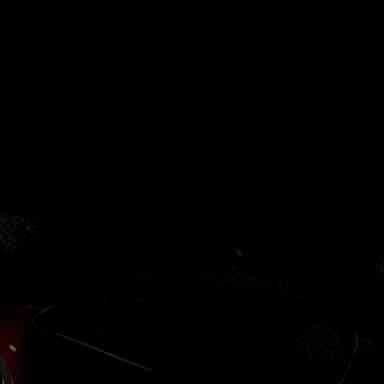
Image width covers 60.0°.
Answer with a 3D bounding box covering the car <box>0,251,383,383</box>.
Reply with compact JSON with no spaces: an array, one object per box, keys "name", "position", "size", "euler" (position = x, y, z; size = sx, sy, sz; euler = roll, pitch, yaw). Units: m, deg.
[{"name":"car","position":[-0.432,1.440,3.268],"size":[4.097,1.590,1.967],"euler":[0,0,35]}]
